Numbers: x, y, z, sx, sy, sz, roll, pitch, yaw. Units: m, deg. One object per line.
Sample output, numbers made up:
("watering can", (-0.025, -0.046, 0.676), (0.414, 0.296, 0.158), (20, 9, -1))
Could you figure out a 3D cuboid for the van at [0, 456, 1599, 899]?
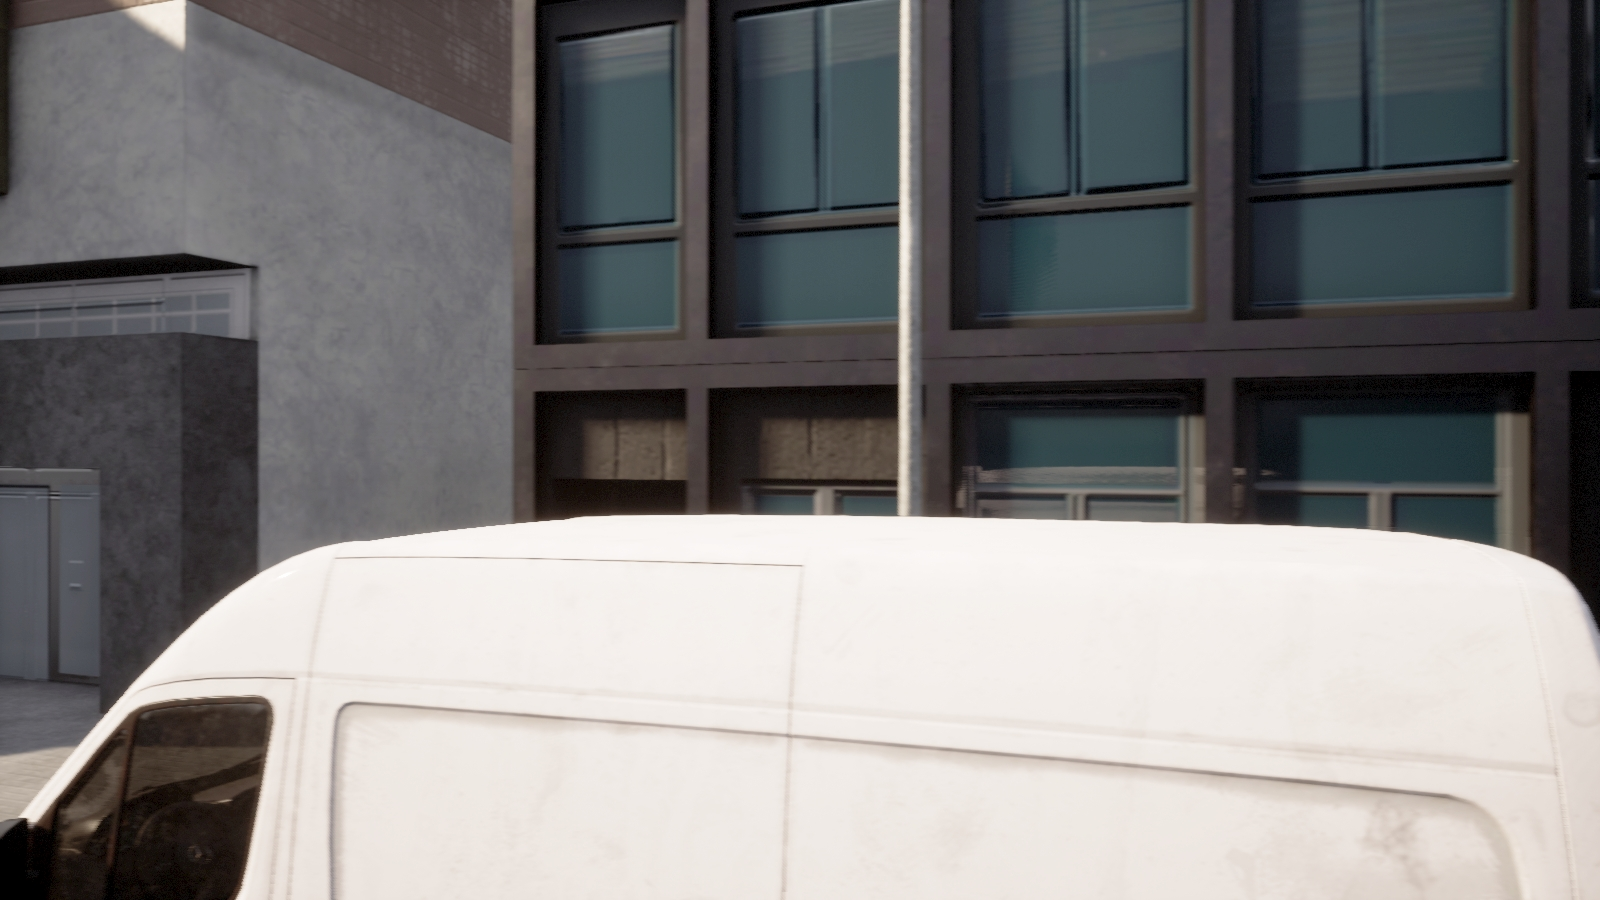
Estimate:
("van", (-0.656, 1.314, 4.020), (5.915, 2.561, 1.988), (0, 0, 20))
